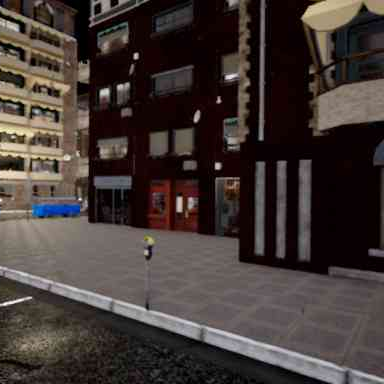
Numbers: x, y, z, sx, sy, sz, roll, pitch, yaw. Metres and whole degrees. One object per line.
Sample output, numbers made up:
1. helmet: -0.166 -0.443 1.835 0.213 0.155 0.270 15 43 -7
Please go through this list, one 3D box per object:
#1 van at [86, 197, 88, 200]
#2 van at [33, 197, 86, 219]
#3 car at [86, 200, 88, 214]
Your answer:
1. van: -12.090 1.487 42.502 1.690 1.788 3.998 0 -1 35
2. van: -11.525 1.391 28.580 1.690 1.788 3.998 0 -1 35
3. car: -8.459 1.720 33.193 1.947 1.339 4.313 0 -1 35
